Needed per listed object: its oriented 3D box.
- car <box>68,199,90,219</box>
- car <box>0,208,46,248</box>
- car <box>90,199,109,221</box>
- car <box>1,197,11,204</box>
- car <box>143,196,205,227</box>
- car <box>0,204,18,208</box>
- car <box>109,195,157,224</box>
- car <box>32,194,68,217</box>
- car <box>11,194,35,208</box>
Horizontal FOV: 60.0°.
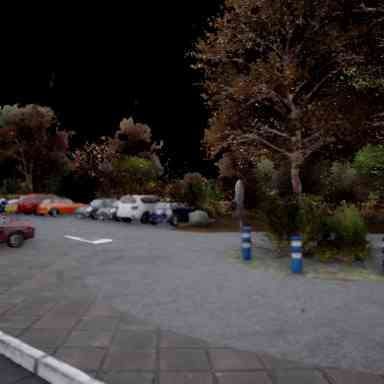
[{"bbox_3d":[-7.805,1.376,28.703,2.185,1.767,4.553,0,0,36],"label":"car"},{"bbox_3d":[-8.683,1.563,13.205,2.002,1.452,4.674,0,-1,36],"label":"car"},{"bbox_3d":[-5.544,1.383,27.078,2.185,1.767,4.553,0,0,36],"label":"car"},{"bbox_3d":[-16.761,1.473,35.330,1.946,1.575,5.366,0,0,36],"label":"car"},{"bbox_3d":[-0.956,1.396,23.703,2.185,1.767,4.553,0,0,36],"label":"car"},{"bbox_3d":[-10.945,1.513,14.584,1.946,1.575,5.366,0,0,36],"label":"car"},{"bbox_3d":[-3.182,1.264,25.377,2.435,2.045,5.566,0,0,36],"label":"car"},{"bbox_3d":[-12.263,1.363,31.830,2.185,1.767,4.553,0,0,36],"label":"car"},{"bbox_3d":[-14.591,1.231,33.577,2.435,2.045,5.566,0,0,36],"label":"car"}]
